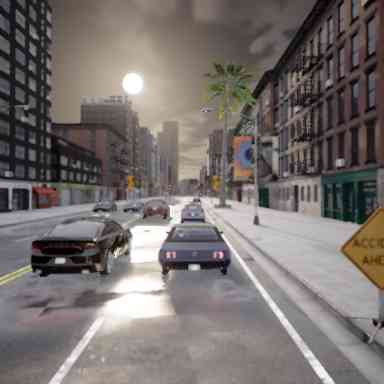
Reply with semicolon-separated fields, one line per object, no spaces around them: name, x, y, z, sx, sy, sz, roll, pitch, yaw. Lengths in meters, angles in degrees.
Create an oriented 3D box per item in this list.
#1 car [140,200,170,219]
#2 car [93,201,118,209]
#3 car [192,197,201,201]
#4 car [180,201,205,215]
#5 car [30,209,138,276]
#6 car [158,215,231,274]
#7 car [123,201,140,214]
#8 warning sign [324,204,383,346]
car;-3.176;1.469;30.601;2.097;1.767;4.553;0;0;0
car;-9.868;1.696;38.386;2.033;1.411;5.357;0;0;0
car;1.094;1.824;74.993;1.812;1.442;4.674;0;0;0
car;0.069;1.646;25.733;2.033;1.411;5.357;0;0;0
car;-3.178;1.517;10.520;1.882;1.535;5.008;0;0;0
car;0.077;1.641;10.684;1.895;1.301;4.718;0;0;0
car;-6.619;1.696;38.387;2.033;1.411;5.357;0;0;0
warning sign;2.844;1.134;4.999;1.300;1.860;1.060;0;0;0
